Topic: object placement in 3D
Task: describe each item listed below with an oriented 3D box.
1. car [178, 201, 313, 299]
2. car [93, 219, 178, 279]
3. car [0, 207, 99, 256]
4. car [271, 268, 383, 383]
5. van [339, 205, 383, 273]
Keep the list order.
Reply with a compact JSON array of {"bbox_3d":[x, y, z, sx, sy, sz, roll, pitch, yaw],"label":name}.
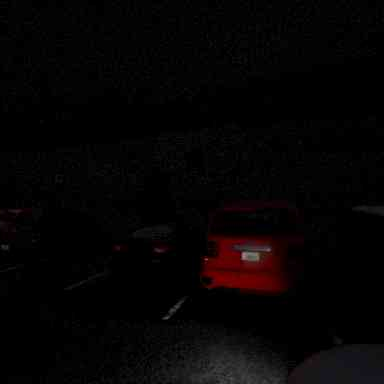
[{"bbox_3d":[1.722,1.237,8.290,2.435,2.045,5.566,0,-1,15],"label":"car"},{"bbox_3d":[-0.716,1.522,9.988,2.002,1.452,4.674,0,-1,15],"label":"car"},{"bbox_3d":[-5.580,1.492,13.428,2.163,1.488,4.792,1,0,16],"label":"car"},{"bbox_3d":[2.714,1.526,1.442,4.674,1.442,1.812,0,0,35],"label":"car"},{"bbox_3d":[4.122,1.262,6.413,1.878,1.987,4.442,1,-1,16],"label":"van"}]
